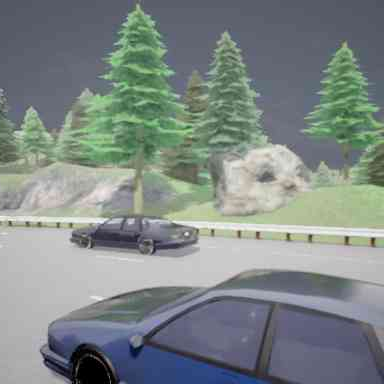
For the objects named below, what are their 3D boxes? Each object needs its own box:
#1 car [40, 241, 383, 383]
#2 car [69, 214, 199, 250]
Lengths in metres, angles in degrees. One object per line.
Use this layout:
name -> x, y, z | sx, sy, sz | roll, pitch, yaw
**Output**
car -> 0.856, 1.544, 3.253 | 5.357, 1.411, 2.033 | -1, 0, 32
car -> -2.395, 1.603, 13.292 | 5.357, 1.411, 2.033 | -1, 0, 28
